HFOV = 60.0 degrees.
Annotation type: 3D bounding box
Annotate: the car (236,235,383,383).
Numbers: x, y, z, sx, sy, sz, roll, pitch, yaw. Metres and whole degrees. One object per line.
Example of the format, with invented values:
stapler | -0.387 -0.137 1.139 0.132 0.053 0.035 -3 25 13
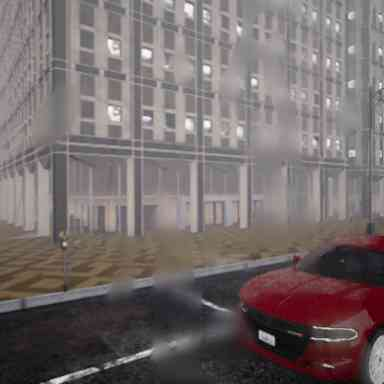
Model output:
car | 2.937 1.500 5.474 5.008 1.535 1.882 0 0 -35
